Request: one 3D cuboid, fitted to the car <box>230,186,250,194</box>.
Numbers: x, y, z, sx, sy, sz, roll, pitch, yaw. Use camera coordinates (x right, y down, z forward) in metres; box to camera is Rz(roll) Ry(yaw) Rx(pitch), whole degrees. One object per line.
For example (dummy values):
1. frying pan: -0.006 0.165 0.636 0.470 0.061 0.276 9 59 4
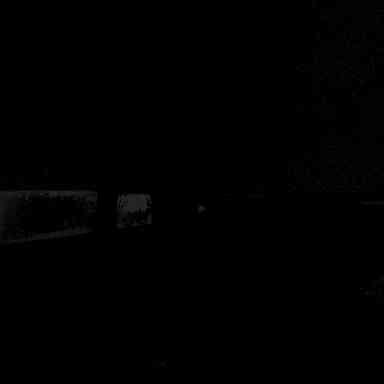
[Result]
1. car: 10.189 -0.447 70.512 1.882 1.535 5.008 -2 3 -36
